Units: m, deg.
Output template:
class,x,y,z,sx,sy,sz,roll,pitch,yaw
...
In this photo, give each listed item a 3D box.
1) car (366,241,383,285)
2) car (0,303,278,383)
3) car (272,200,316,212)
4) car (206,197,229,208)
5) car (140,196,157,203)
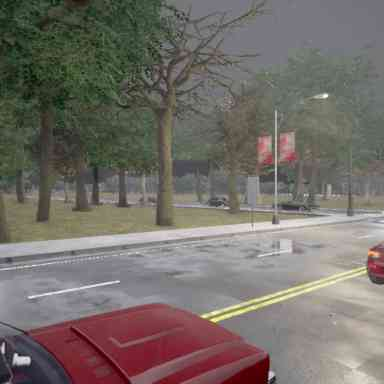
class,x,y,z,sx,sy,sz,roll,pitch,yaw
car,6.051,1.527,8.266,4.674,1.442,1.812,0,0,-38
car,-1.526,1.601,2.271,4.718,1.301,1.895,0,0,-38
car,11.526,1.587,37.541,1.895,1.301,4.718,0,0,-38
car,3.968,1.478,47.125,1.837,1.490,4.892,0,0,-38
car,-7.838,1.510,62.203,2.033,1.411,5.357,0,0,-38
